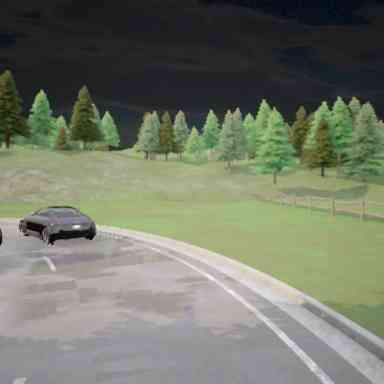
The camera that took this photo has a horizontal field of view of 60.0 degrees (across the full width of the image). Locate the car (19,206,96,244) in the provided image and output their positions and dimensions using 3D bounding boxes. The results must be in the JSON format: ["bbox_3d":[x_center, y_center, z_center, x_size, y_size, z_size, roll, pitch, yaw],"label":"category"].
[{"bbox_3d":[-5.912,1.304,14.442,1.994,1.385,4.181,-1,1,-44],"label":"car"}]

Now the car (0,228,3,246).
[{"bbox_3d":[-8.641,1.340,12.357,4.181,1.385,1.994,1,1,44],"label":"car"}]
